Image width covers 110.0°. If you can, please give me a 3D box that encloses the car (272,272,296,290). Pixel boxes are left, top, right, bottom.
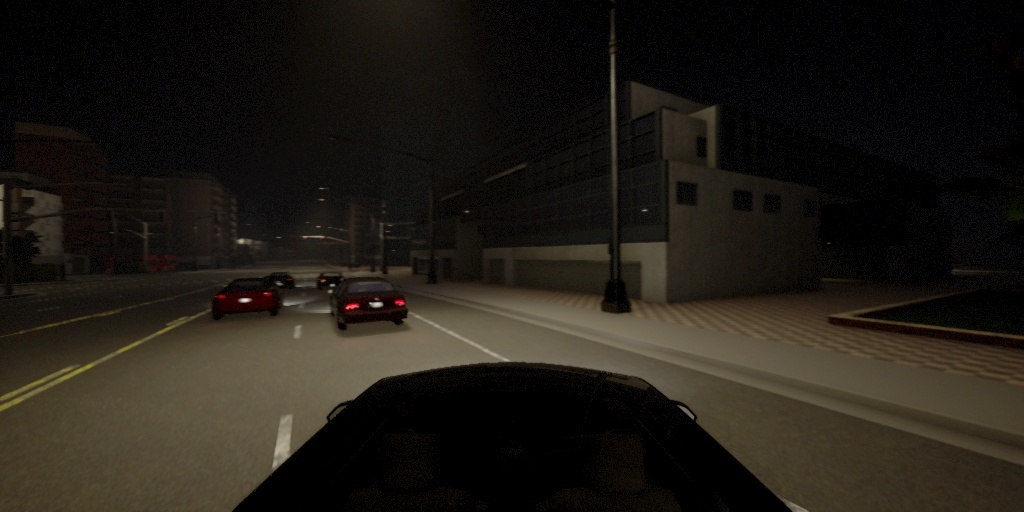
[{"bbox_3d":[-18.421,1.935,28.519,1.994,1.385,4.181,0,-1,-30],"label":"car"}]

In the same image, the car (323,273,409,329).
[{"bbox_3d":[-4.836,1.395,11.754,2.033,1.411,5.357,-1,-1,-30],"label":"car"}]

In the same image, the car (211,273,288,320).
[{"bbox_3d":[-10.228,1.550,14.146,1.994,1.385,4.181,-1,-1,-30],"label":"car"}]

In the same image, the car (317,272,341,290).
[{"bbox_3d":[-14.522,1.911,28.744,1.895,1.301,4.718,-1,-1,-30],"label":"car"}]
